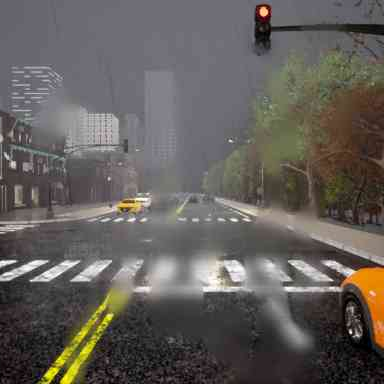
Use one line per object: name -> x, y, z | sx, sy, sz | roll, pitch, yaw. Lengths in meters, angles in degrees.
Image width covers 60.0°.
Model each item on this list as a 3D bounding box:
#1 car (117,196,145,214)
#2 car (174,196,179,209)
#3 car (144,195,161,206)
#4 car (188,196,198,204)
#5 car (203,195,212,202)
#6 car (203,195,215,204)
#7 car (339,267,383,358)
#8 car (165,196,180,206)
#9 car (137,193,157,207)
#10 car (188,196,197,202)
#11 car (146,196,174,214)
car -> -6.517, 1.467, 34.900 | 1.882, 1.535, 5.008 | 0, 0, 0
car -> -3.243, 1.549, 44.923 | 1.994, 1.385, 4.181 | 0, 0, 0
car -> -6.465, 1.332, 54.799 | 2.097, 1.767, 4.553 | 0, 0, 0
car -> 0.238, 1.523, 64.448 | 2.033, 1.411, 5.357 | 0, 0, 1
car -> 3.415, 1.448, 74.889 | 1.882, 1.535, 5.008 | 0, 0, 0
car -> 3.488, 1.467, 64.724 | 2.128, 1.511, 4.902 | 0, 0, 0
car -> 3.359, 1.351, 3.408 | 2.097, 1.767, 4.553 | 0, 0, 0
car -> -3.215, 1.472, 54.951 | 2.128, 1.511, 4.902 | 0, 0, 0
car -> -6.492, 1.206, 44.838 | 2.150, 2.045, 5.566 | 0, 0, 0
car -> 0.165, 1.565, 74.941 | 1.895, 1.301, 4.718 | 0, 0, 0
car -> -3.270, 1.467, 34.913 | 1.882, 1.535, 5.008 | 0, 0, 0
